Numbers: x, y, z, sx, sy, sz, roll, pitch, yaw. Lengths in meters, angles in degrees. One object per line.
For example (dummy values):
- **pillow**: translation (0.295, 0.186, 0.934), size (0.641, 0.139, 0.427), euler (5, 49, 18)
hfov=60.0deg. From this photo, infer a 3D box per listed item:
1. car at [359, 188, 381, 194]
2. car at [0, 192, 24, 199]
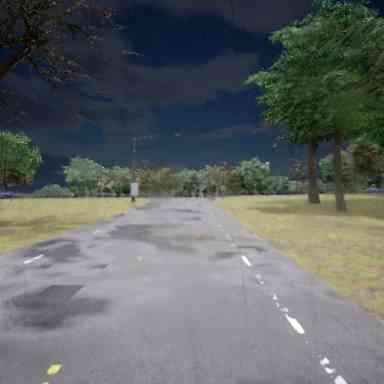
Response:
- **car**: translation (39.744, -0.160, 74.255), size (4.674, 1.442, 1.812), euler (-1, -2, -1)
- **car**: translation (-36.337, 0.719, 66.801), size (4.674, 1.442, 1.812), euler (-1, -2, 1)
